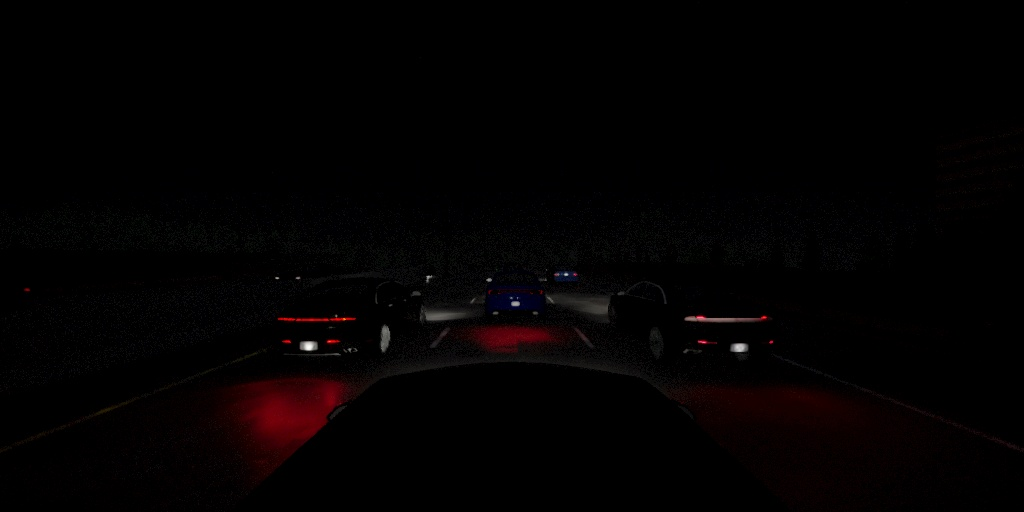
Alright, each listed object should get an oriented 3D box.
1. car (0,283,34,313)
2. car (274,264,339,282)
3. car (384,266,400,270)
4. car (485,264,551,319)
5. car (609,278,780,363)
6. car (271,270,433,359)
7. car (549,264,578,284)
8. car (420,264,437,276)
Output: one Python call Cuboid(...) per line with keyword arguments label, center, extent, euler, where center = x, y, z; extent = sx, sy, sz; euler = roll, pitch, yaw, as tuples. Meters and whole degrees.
Cuboid(label="car", center=(-17.589, 1.311, 10.630), extent=(1.994, 1.385, 4.181), euler=(0, 0, 0))
Cuboid(label="car", center=(-14.045, 1.290, 25.042), extent=(2.033, 1.411, 5.357), euler=(0, 0, 1))
Cuboid(label="car", center=(-17.484, 2.274, 52.878), extent=(1.837, 1.490, 4.892), euler=(0, -6, 0))
Cuboid(label="car", center=(0.104, 1.224, 12.763), extent=(1.882, 1.535, 5.008), euler=(0, 0, 0))
Cuboid(label="car", center=(3.604, 1.239, 8.104), extent=(2.128, 1.511, 4.902), euler=(0, 0, 0))
Cuboid(label="car", center=(-3.396, 1.253, 8.408), extent=(1.837, 1.490, 4.892), euler=(0, 0, 0))
Cuboid(label="car", center=(3.609, 1.289, 26.402), extent=(2.033, 1.411, 5.357), euler=(0, 0, 0))
Cuboid(label="car", center=(-10.493, 1.743, 43.955), extent=(1.837, 1.490, 4.892), euler=(0, -4, 0))
